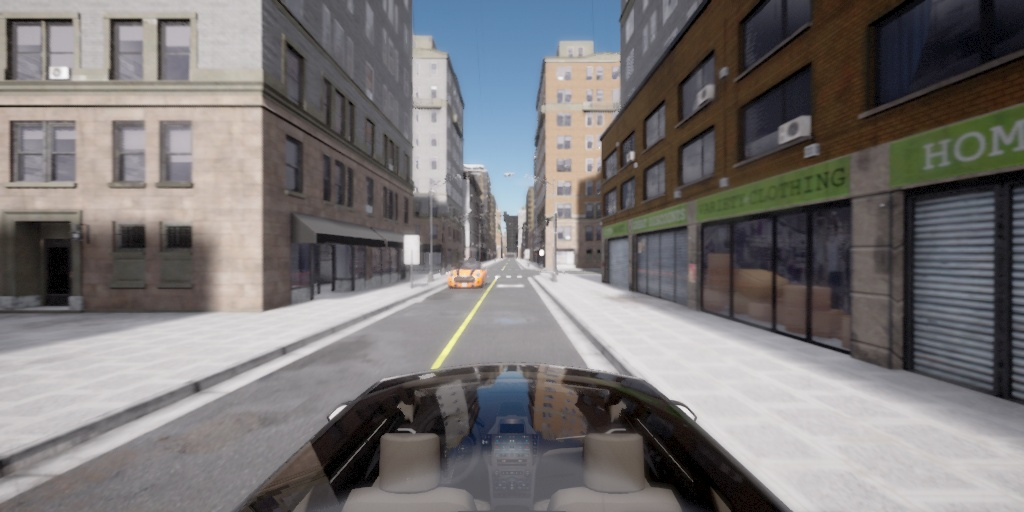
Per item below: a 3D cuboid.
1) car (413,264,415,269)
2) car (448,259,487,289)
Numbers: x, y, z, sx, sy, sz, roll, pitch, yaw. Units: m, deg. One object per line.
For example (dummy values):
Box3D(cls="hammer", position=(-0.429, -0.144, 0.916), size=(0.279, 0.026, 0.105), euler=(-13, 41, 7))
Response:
Box3D(cls="car", position=(-14.750, 1.273, 46.599), size=(4.313, 1.339, 1.948), euler=(0, 0, 0))
Box3D(cls="car", position=(-2.752, 1.093, 22.920), size=(2.097, 1.767, 4.553), euler=(0, 0, 0))
